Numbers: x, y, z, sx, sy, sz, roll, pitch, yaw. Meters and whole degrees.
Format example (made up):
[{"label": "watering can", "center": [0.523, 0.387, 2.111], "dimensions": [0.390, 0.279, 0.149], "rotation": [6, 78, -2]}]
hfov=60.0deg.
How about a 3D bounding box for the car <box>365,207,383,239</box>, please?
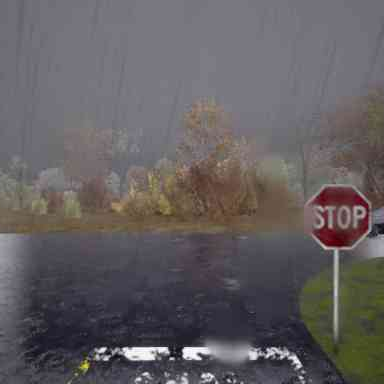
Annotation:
[{"label": "car", "center": [9.860, 1.441, 16.234], "dimensions": [5.357, 1.411, 2.033], "rotation": [0, 0, -3]}]
